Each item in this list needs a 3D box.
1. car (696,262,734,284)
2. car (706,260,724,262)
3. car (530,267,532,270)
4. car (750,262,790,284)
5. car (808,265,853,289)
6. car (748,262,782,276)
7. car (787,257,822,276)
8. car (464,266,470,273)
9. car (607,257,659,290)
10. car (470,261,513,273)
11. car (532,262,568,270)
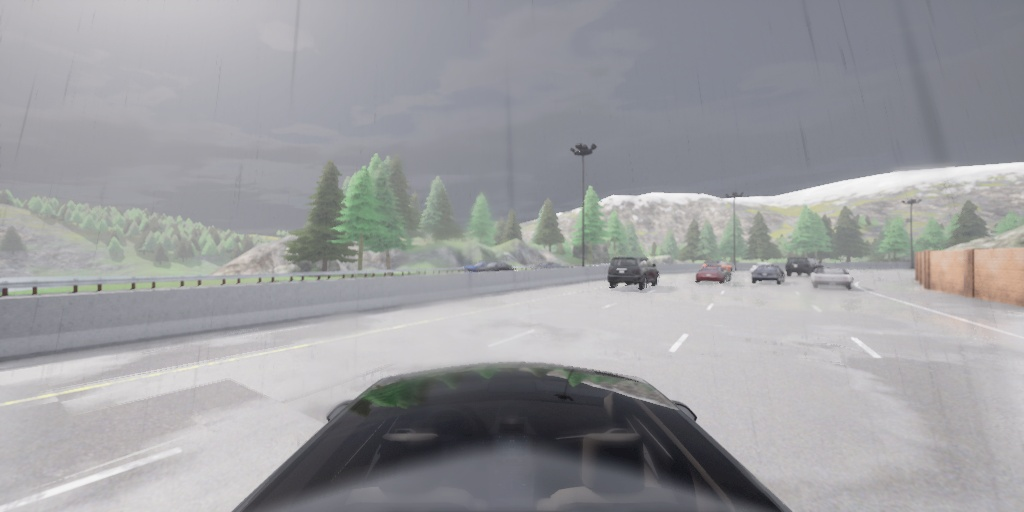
[{"bbox_3d":[16.331,1.444,28.995,1.994,1.385,4.181,0,0,39],"label":"car"},{"bbox_3d":[23.462,1.292,40.914,4.553,1.767,2.097,0,0,-40],"label":"car"},{"bbox_3d":[4.015,1.452,41.737,1.837,1.490,4.892,0,-1,41],"label":"car"},{"bbox_3d":[20.239,1.424,28.252,2.033,1.411,5.357,0,0,41],"label":"car"},{"bbox_3d":[21.378,1.457,24.099,1.895,1.301,4.718,0,0,38],"label":"car"},{"bbox_3d":[28.577,1.460,40.455,4.674,1.442,1.812,0,0,-36],"label":"car"},{"bbox_3d":[30.983,1.143,37.968,5.566,2.045,2.150,0,0,-36],"label":"car"},{"bbox_3d":[-3.666,1.432,43.408,1.882,1.535,5.008,0,0,39],"label":"car"},{"bbox_3d":[8.165,1.078,23.948,2.150,2.045,5.566,0,0,34],"label":"car"},{"bbox_3d":[-1.928,1.415,39.949,1.882,1.535,5.008,0,0,38],"label":"car"},{"bbox_3d":[4.280,1.484,36.570,1.994,1.385,4.181,0,0,39],"label":"car"}]
